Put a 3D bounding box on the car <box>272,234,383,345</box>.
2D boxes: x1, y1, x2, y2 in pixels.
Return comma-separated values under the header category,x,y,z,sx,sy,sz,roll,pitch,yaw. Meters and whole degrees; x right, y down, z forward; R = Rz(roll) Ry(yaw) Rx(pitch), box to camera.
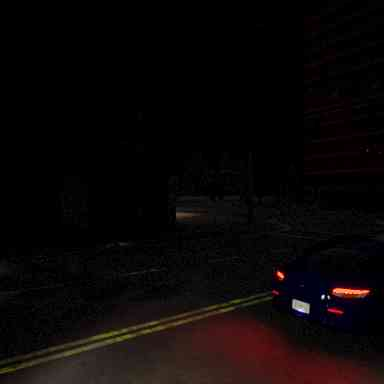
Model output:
category,x,y,z,sx,sy,sz,roll,pitch,yaw
car,3.489,1.525,6.257,4.674,1.442,1.812,0,0,-35
